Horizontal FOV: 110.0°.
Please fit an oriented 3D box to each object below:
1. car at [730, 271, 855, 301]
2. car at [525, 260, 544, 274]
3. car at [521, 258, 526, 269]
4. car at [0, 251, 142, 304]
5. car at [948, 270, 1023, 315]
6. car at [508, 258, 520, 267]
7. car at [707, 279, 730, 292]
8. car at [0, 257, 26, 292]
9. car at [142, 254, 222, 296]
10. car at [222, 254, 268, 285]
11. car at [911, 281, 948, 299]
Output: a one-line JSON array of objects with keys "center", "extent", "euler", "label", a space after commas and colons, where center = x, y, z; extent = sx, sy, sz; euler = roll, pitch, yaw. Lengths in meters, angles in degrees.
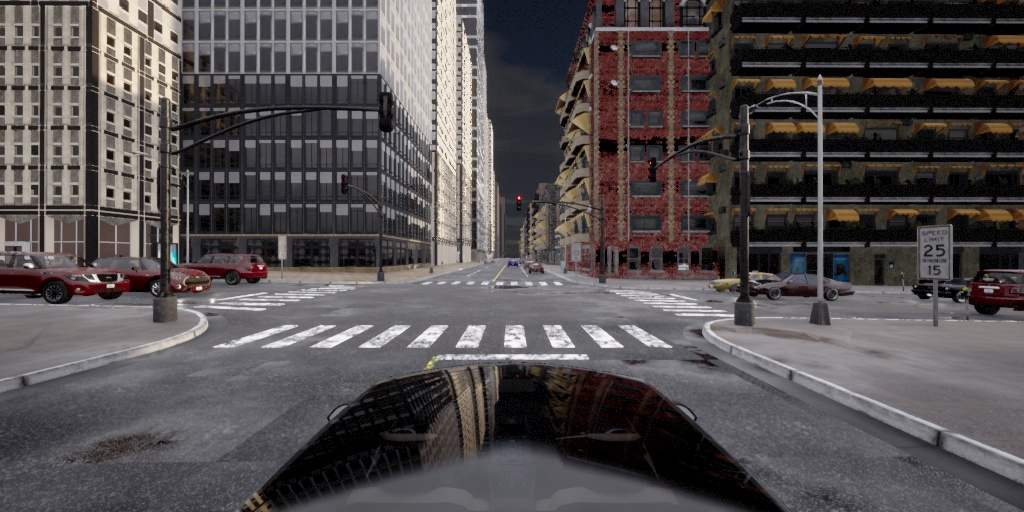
[{"center": [15.256, 1.610, 19.435], "extent": [5.357, 1.411, 2.033], "euler": [1, 0, 0], "label": "car"}, {"center": [2.791, 1.341, 41.734], "extent": [1.802, 1.307, 4.207], "euler": [0, 0, 0], "label": "car"}, {"center": [2.757, 1.317, 54.651], "extent": [2.007, 1.370, 4.403], "euler": [0, 0, 0], "label": "car"}, {"center": [-17.560, 0.757, 13.401], "extent": [5.009, 1.841, 2.192], "euler": [0, 0, 0], "label": "car"}, {"center": [20.614, 1.461, 13.718], "extent": [5.009, 1.841, 2.192], "euler": [0, 0, 0], "label": "car"}, {"center": [0.180, 1.251, 65.086], "extent": [1.882, 1.535, 5.008], "euler": [0, 0, 0], "label": "car"}, {"center": [14.656, 1.587, 22.022], "extent": [4.829, 1.417, 1.751], "euler": [0, 0, 0], "label": "car"}, {"center": [-25.385, 0.781, 15.930], "extent": [5.008, 1.535, 1.882], "euler": [1, 0, 0], "label": "car"}, {"center": [-16.271, 0.825, 16.035], "extent": [4.553, 1.767, 2.097], "euler": [1, 0, -2], "label": "car"}, {"center": [-17.684, 0.776, 21.780], "extent": [5.009, 1.841, 2.192], "euler": [0, 0, 0], "label": "car"}, {"center": [24.886, 1.839, 19.507], "extent": [4.718, 1.301, 1.895], "euler": [1, 0, -1], "label": "car"}]
